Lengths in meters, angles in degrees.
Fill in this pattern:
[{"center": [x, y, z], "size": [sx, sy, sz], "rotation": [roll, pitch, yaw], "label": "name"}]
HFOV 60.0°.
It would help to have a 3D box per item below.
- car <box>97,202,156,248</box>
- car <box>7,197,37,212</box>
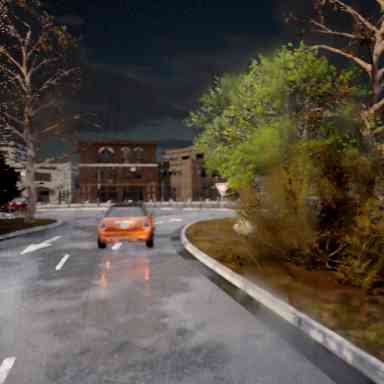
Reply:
[{"center": [-2.681, 1.238, 14.401], "size": [2.097, 1.767, 4.553], "rotation": [-1, 1, -5], "label": "car"}, {"center": [-20.286, 1.349, 40.290], "size": [2.185, 1.767, 4.553], "rotation": [-2, 1, -14], "label": "car"}]
